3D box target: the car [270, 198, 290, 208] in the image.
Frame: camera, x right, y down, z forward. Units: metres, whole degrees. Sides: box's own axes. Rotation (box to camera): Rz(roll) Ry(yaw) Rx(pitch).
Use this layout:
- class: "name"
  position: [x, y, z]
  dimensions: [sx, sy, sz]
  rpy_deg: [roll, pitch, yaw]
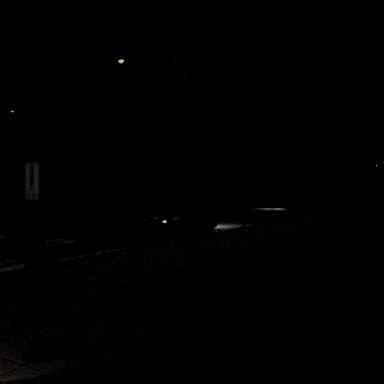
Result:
- class: "car"
  position: [13.087, 1.614, 49.102]
  dimensions: [1.812, 1.442, 4.674]
  rpy_deg: [-1, -1, 35]

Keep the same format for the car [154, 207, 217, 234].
- class: "car"
  position: [-0.269, 1.535, 19.063]
  dimensions: [1.994, 1.385, 4.181]
  rpy_deg: [-1, 0, 35]

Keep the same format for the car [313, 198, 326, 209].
- class: "car"
  position: [17.382, 1.509, 43.923]
  dimensions: [2.128, 1.511, 4.902]
  rpy_deg: [-1, -1, 35]
